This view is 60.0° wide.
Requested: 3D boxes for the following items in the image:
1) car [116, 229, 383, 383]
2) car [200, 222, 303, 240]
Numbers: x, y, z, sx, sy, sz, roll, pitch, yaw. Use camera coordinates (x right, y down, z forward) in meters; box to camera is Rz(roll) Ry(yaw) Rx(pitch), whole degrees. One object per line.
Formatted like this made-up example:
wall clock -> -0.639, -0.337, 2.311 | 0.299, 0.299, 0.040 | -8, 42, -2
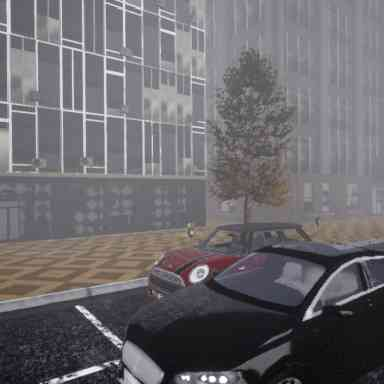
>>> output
car -> 1.466, 1.490, 4.425 | 4.902, 1.511, 2.128 | 0, 0, -35
car -> 1.059, 1.439, 7.323 | 4.097, 1.590, 1.967 | 0, -1, -35
